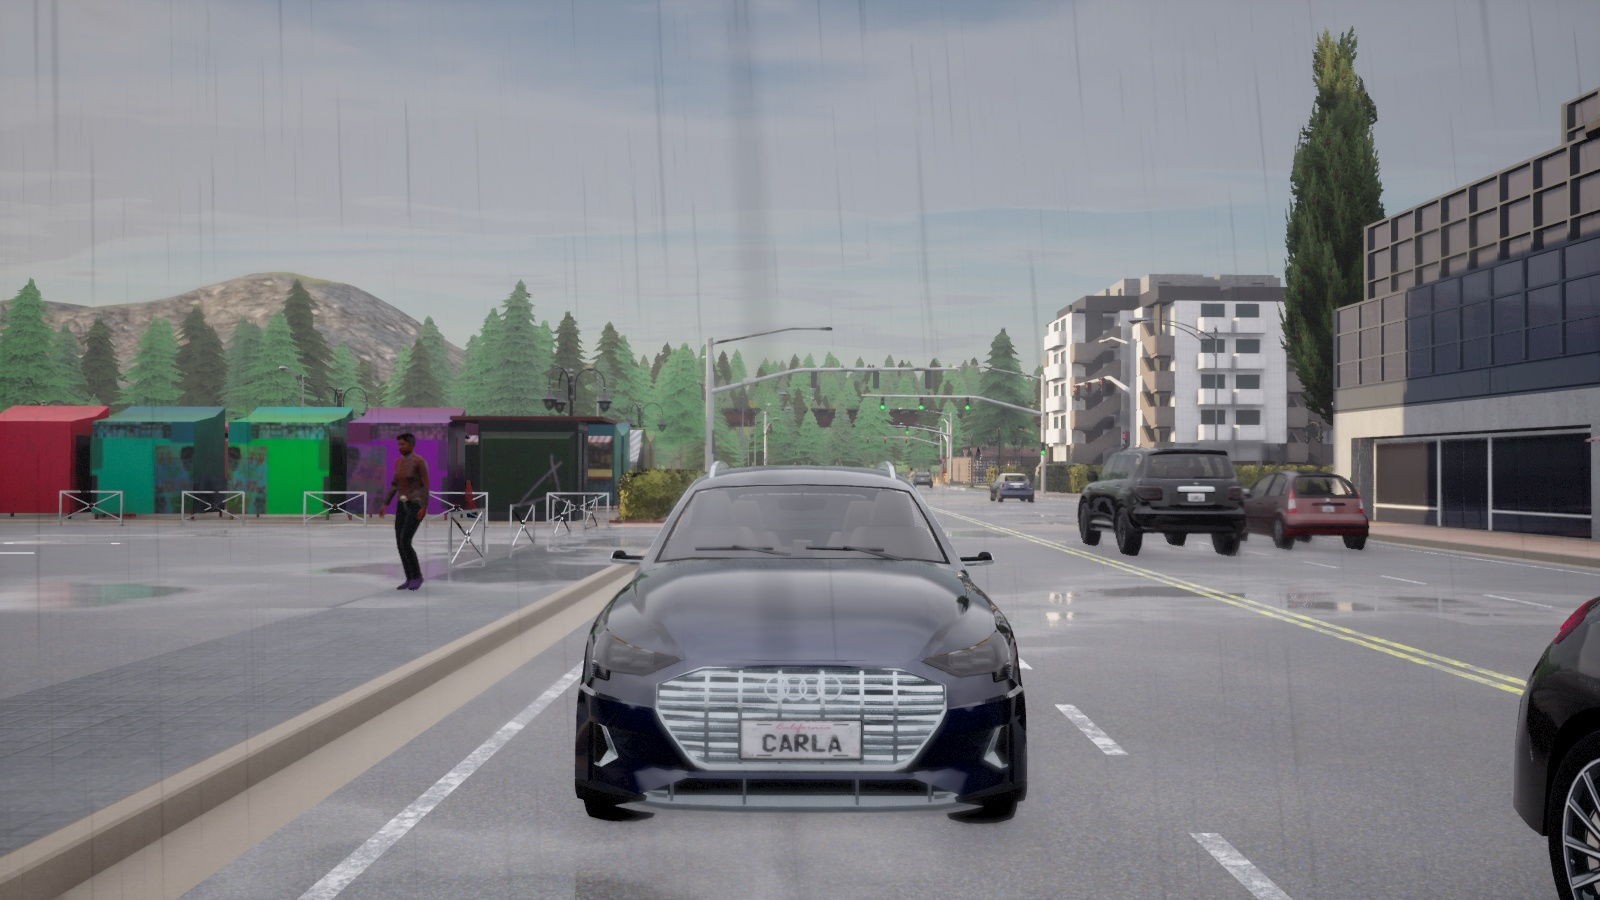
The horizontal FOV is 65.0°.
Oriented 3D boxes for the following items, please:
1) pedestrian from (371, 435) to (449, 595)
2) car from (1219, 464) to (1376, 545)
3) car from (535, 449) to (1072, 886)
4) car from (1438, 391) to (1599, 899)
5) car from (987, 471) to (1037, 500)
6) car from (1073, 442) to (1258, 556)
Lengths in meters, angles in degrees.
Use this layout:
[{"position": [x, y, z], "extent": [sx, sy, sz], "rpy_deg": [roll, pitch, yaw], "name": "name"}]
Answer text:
[{"position": [-4.518, 0.735, 14.581], "extent": [0.328, 1.805, 0.869], "rpy_deg": [-1, -1, 29], "name": "pedestrian"}, {"position": [10.682, 1.127, 27.277], "extent": [1.851, 1.617, 3.988], "rpy_deg": [0, -1, 0], "name": "car"}, {"position": [0.019, 0.865, 7.197], "extent": [2.033, 1.649, 4.856], "rpy_deg": [0, -1, 0], "name": "car"}, {"position": [3.494, 0.617, 2.241], "extent": [2.152, 1.651, 5.027], "rpy_deg": [0, -1, 0], "name": "car"}, {"position": [10.991, 1.832, 65.403], "extent": [1.970, 1.475, 3.806], "rpy_deg": [0, -1, 0], "name": "car"}, {"position": [7.165, 0.929, 25.328], "extent": [2.150, 2.045, 5.566], "rpy_deg": [0, -1, 0], "name": "car"}]
